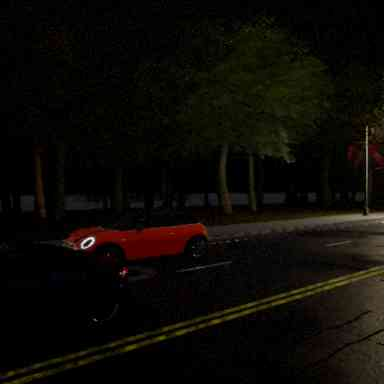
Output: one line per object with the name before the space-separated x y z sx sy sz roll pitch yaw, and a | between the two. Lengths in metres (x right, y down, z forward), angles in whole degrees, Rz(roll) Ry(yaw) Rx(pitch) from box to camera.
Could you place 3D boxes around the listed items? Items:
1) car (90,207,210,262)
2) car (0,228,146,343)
car | -1.692 1.330 10.488 4.553 1.767 2.097 0 0 -36
car | -3.136 1.565 5.439 4.181 1.385 1.994 0 0 -36
